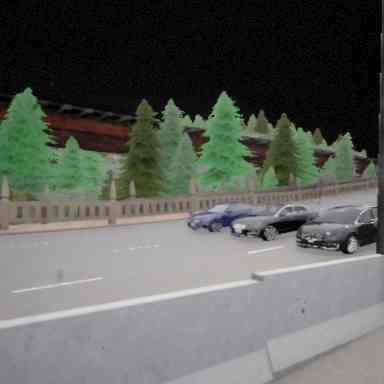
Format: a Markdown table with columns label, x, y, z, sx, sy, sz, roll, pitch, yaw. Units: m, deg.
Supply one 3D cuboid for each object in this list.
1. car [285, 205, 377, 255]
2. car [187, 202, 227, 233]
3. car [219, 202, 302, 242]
| label | x | y | z | sx | sy | sz | roll | pitch | yaw |
| --- | --- | --- | --- | --- | --- | --- | --- | --- | --- |
| car | 5.943 | 1.289 | 12.526 | 4.892 | 1.490 | 1.837 | -3 | 2 | -35 |
| car | 1.929 | 1.301 | 18.261 | 4.674 | 1.442 | 1.812 | -3 | 2 | -35 |
| car | 3.932 | 1.270 | 15.392 | 4.902 | 1.511 | 2.128 | -3 | 2 | -35 |
